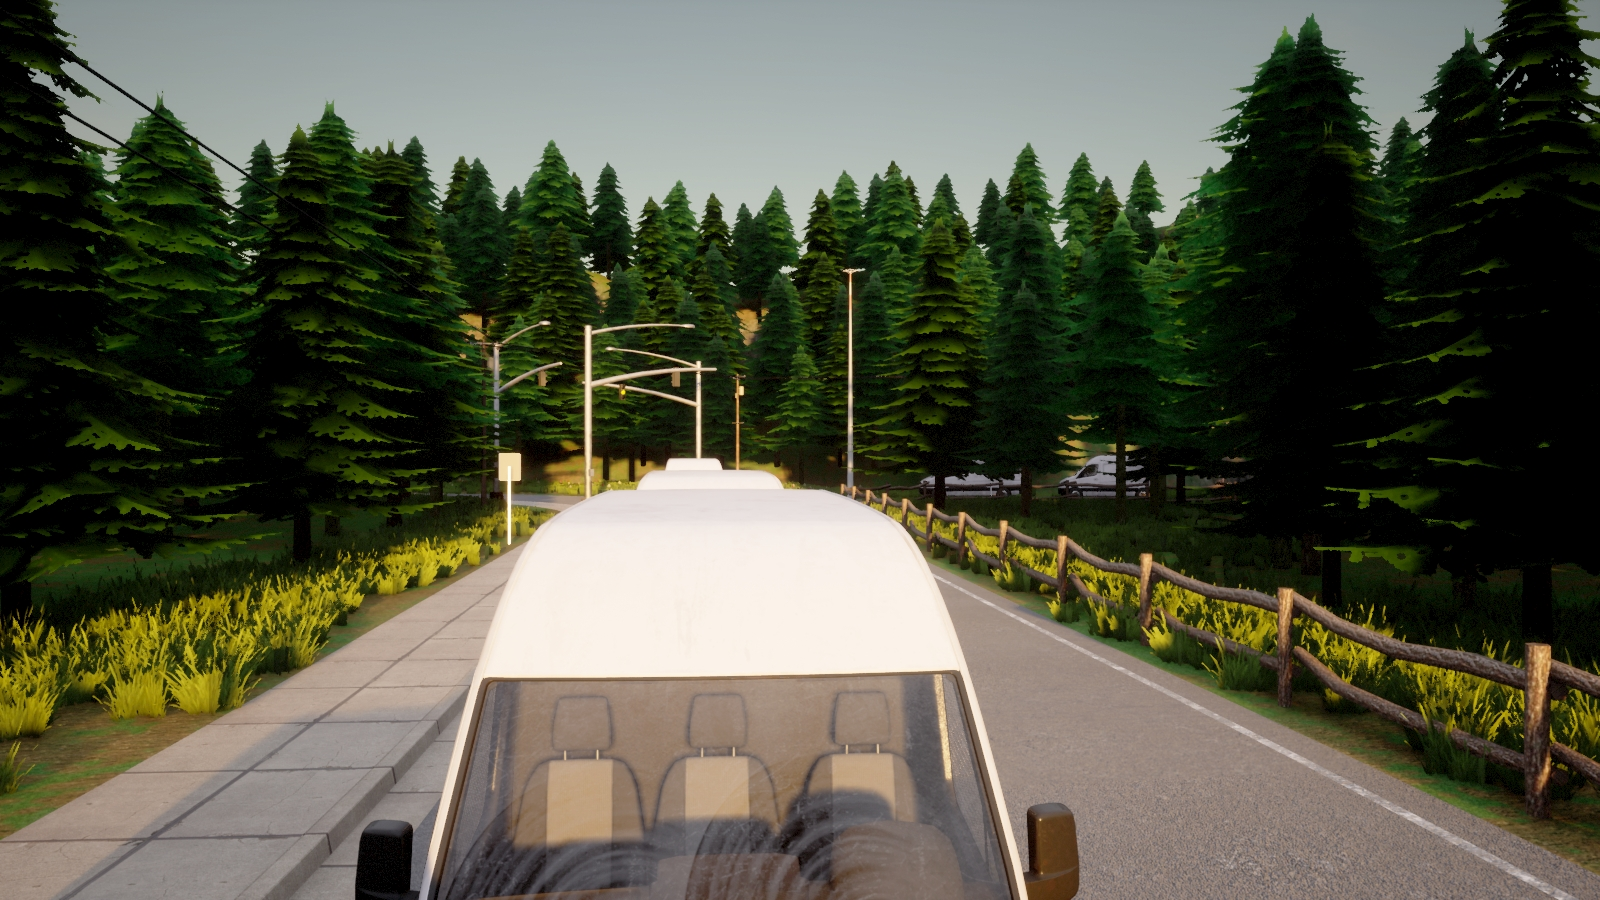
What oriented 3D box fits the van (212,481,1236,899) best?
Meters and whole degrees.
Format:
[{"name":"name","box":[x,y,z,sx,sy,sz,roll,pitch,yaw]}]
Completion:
[{"name":"van","box":[-0.350,1.500,5.170,1.988,2.561,5.915,0,0,-5]}]
